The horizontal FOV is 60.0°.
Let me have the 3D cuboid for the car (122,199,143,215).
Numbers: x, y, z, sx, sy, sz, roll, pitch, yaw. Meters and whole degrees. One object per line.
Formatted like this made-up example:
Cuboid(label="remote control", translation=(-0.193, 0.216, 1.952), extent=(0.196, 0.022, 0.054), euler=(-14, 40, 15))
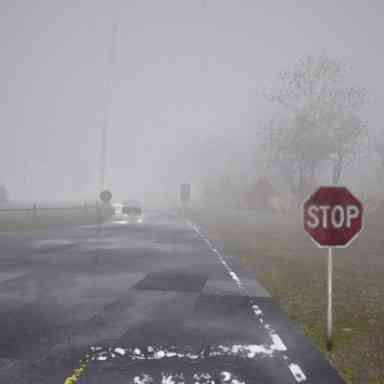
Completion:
Cuboid(label="car", translation=(-6.090, 1.478, 33.878), extent=(1.882, 1.535, 5.008), euler=(0, 0, -11))
